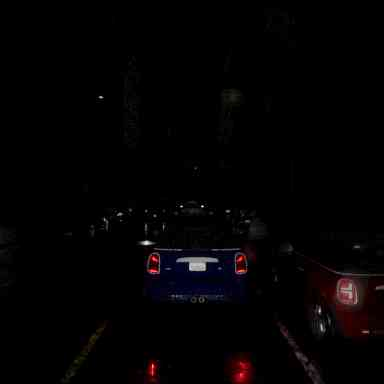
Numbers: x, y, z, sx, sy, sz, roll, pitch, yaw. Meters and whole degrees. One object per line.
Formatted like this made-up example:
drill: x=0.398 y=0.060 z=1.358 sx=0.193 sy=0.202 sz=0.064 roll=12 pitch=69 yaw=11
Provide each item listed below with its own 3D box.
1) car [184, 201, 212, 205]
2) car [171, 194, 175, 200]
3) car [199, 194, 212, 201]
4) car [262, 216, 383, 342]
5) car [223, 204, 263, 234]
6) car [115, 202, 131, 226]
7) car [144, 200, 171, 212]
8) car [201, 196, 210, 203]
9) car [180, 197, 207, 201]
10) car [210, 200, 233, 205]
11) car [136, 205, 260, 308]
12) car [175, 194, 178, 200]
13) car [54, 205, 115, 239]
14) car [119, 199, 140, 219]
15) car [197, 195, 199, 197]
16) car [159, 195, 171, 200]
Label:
car: x=0.089 y=1.479 z=17.336 sx=1.882 sy=1.535 sz=5.008 roll=0 pitch=0 yaw=0
car: x=-5.644 y=1.616 z=76.410 sx=2.008 sy=1.369 sz=4.403 roll=0 pitch=0 yaw=0
car: x=2.864 y=1.484 z=65.584 sx=1.967 sy=1.590 sz=4.097 roll=0 pitch=0 yaw=0
car: x=2.851 y=1.440 z=6.488 sx=1.967 sy=1.590 sz=4.097 roll=0 pitch=0 yaw=0
car: x=2.847 y=1.552 z=17.491 sx=2.008 sy=1.369 sz=4.403 roll=0 pitch=0 yaw=0
car: x=-5.680 y=1.584 z=22.989 sx=1.802 sy=1.307 sz=4.206 roll=0 pitch=0 yaw=0
car: x=-3.012 y=1.617 z=29.236 sx=1.895 sy=1.301 sz=4.718 roll=0 pitch=0 yaw=0
car: x=2.873 y=1.580 z=71.163 sx=1.752 sy=1.417 sz=4.829 roll=0 pitch=0 yaw=0
car: x=-0.010 y=1.460 z=27.358 sx=1.801 sy=1.575 sz=5.366 roll=0 pitch=0 yaw=0
car: x=2.844 y=1.569 z=28.493 sx=1.947 sy=1.339 sz=4.313 roll=0 pitch=0 yaw=0
car: x=0.096 y=1.352 z=8.055 sx=2.097 sy=1.767 sz=4.553 roll=0 pitch=0 yaw=0
car: x=-5.621 y=1.638 z=92.466 sx=1.752 sy=1.417 sz=4.829 roll=0 pitch=0 yaw=0
car: x=-5.678 y=1.567 z=17.488 sx=1.947 sy=1.339 sz=4.313 roll=0 pitch=0 yaw=0
car: x=-5.682 y=1.444 z=28.491 sx=1.967 sy=1.590 sz=4.097 roll=0 pitch=0 yaw=0
car: x=2.881 y=1.616 z=76.401 sx=2.008 sy=1.369 sz=4.403 roll=0 pitch=0 yaw=0
car: x=-5.660 y=1.626 z=65.594 sx=1.802 sy=1.307 sz=4.206 roll=0 pitch=0 yaw=0
